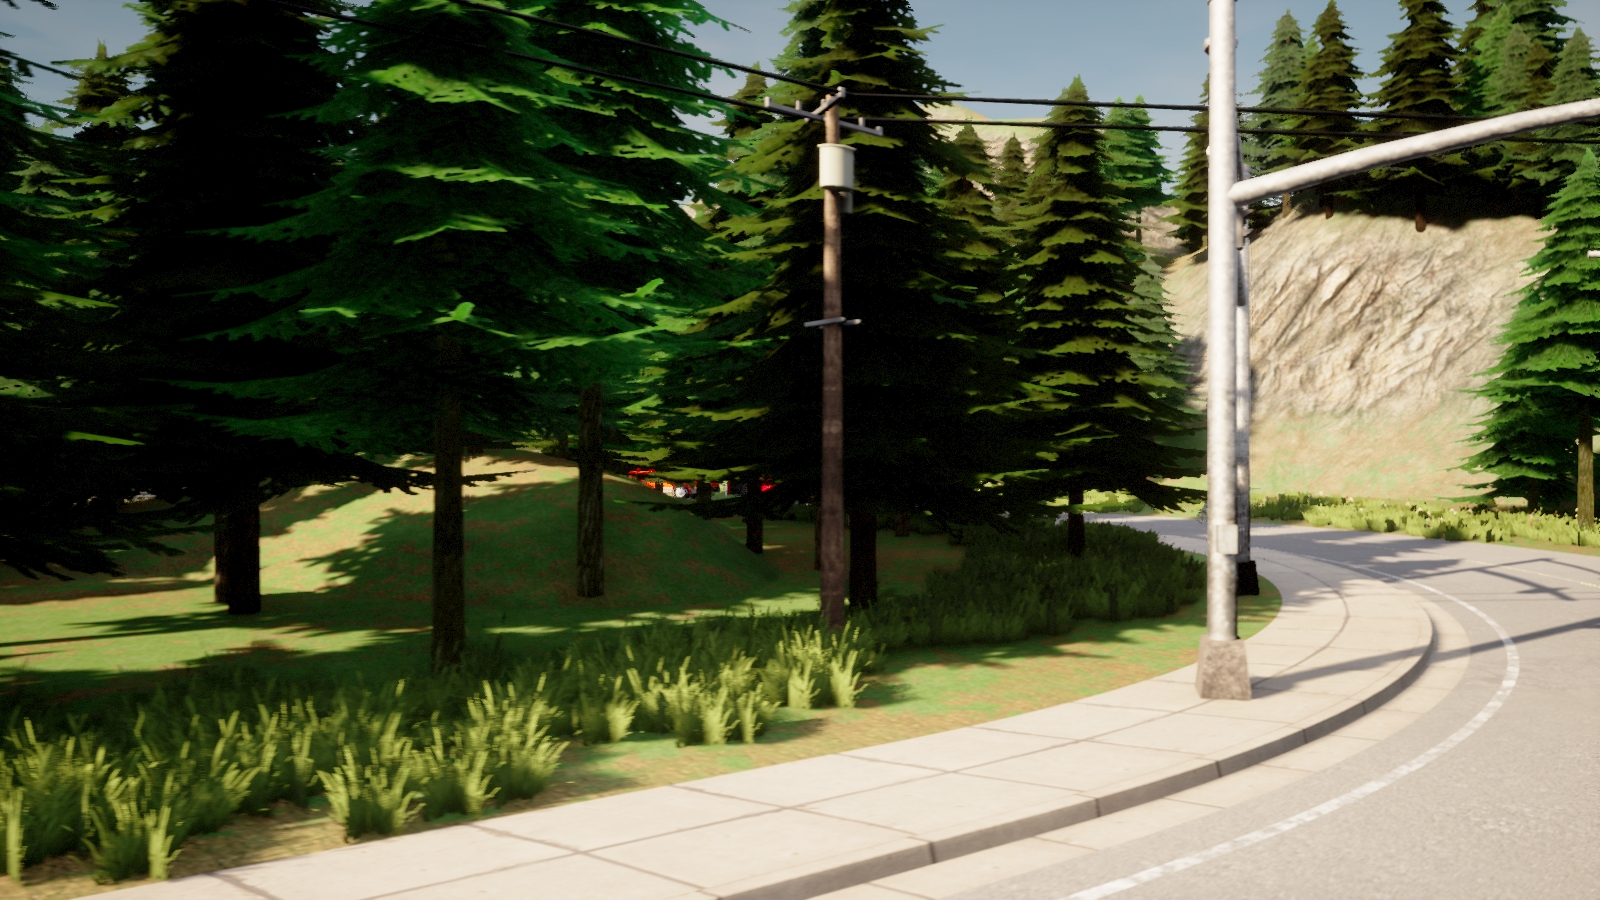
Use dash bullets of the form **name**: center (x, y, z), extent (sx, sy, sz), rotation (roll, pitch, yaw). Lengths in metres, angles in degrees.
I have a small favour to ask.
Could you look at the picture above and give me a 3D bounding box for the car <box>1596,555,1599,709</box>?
- **car**: center (11.315, 1.970, 12.630), extent (5.027, 1.651, 2.152), rotation (0, 0, -29)
